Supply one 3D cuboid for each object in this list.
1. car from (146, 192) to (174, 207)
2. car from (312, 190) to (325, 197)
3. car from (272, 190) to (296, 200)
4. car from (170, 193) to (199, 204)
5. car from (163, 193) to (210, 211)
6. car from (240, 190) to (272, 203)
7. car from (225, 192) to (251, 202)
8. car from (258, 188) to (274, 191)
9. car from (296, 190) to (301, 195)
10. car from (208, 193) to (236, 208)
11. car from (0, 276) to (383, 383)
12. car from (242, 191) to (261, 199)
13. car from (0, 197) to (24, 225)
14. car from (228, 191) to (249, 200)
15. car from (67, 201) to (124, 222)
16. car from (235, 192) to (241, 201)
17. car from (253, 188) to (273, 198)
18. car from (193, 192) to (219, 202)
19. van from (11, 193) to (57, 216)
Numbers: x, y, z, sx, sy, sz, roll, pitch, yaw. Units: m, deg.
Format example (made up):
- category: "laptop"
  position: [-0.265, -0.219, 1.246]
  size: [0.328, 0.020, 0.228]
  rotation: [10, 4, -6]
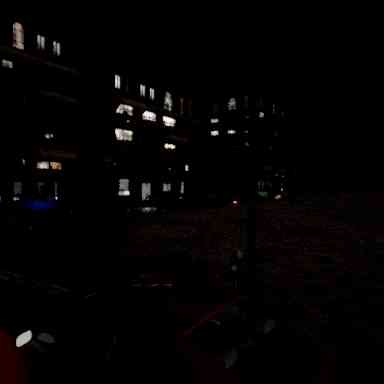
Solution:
- category: "car"
  position: [-3.301, 0.820, 39.094]
  size: [2.097, 1.767, 4.553]
  rotation: [1, 1, 35]
- category: "car"
  position: [28.814, 0.243, 75.726]
  size: [1.882, 1.535, 5.008]
  rotation: [1, 1, 35]
- category: "car"
  position: [15.513, 0.661, 56.001]
  size: [1.752, 1.417, 4.829]
  rotation: [2, 2, 35]
- category: "car"
  position: [-1.003, 0.889, 46.929]
  size: [1.947, 1.339, 4.313]
  rotation: [2, 2, 35]
- category: "car"
  position: [-0.482, 1.118, 33.000]
  size: [1.887, 1.381, 4.507]
  rotation: [2, 2, 35]
- category: "car"
  position: [9.056, 0.862, 46.717]
  size: [2.008, 1.369, 4.403]
  rotation: [2, 2, 35]
- category: "car"
  position: [7.685, 0.748, 54.731]
  size: [2.033, 1.411, 5.357]
  rotation: [1, 1, 35]
- category: "car"
  position: [13.020, 0.340, 57.143]
  size: [2.150, 2.045, 5.566]
  rotation: [1, 1, 35]
- category: "car"
  position: [27.611, 0.094, 88.079]
  size: [1.887, 1.381, 4.507]
  rotation: [2, 2, 35]
- category: "car"
  position: [2.698, 1.036, 37.573]
  size: [2.008, 1.369, 4.403]
  rotation: [2, 2, 35]
- category: "car"
  position: [-0.478, 1.543, 3.209]
  size: [4.507, 1.381, 1.887]
  rotation: [0, 1, 36]
- category: "car"
  position: [11.618, 0.505, 65.078]
  size: [1.752, 1.417, 4.829]
  rotation: [2, 2, 35]
- category: "car"
  position: [-12.927, 1.329, 19.505]
  size: [1.882, 1.535, 5.008]
  rotation: [-1, 1, 26]
- category: "car"
  position: [8.535, 0.629, 60.647]
  size: [1.947, 1.339, 4.313]
  rotation: [2, 2, 35]
- category: "car"
  position: [-6.840, 1.315, 23.857]
  size: [1.947, 1.339, 4.313]
  rotation: [2, 2, 35]
- category: "car"
  position: [7.275, 0.878, 48.808]
  size: [1.895, 1.301, 4.718]
  rotation: [1, 1, 35]
- category: "car"
  position: [14.897, 0.206, 69.784]
  size: [2.192, 1.841, 5.009]
  rotation: [2, 2, 35]
- category: "car"
  position: [2.177, 0.787, 51.501]
  size: [2.008, 1.369, 4.403]
  rotation: [2, 2, 35]
- category: "van"
  position: [-13.718, 1.015, 28.635]
  size: [1.690, 1.788, 3.998]
  rotation: [2, 2, 35]
